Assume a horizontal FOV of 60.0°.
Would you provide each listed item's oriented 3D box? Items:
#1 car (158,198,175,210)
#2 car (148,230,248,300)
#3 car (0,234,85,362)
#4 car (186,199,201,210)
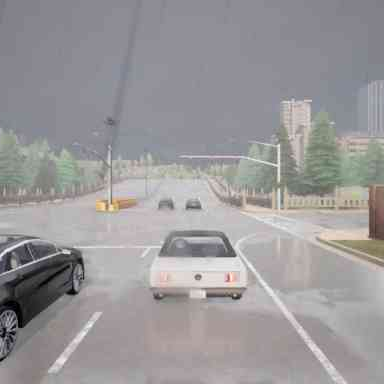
[{"bbox_3d":[-3.305,1.505,43.520,1.837,1.490,4.892,0,0,0],"label":"car"},{"bbox_3d":[0.117,1.601,8.358,1.895,1.301,4.718,0,0,0],"label":"car"},{"bbox_3d":[-3.387,1.492,5.824,2.128,1.511,4.902,0,0,0],"label":"car"},{"bbox_3d":[0.197,1.564,43.565,1.994,1.385,4.181,0,0,0],"label":"car"}]
